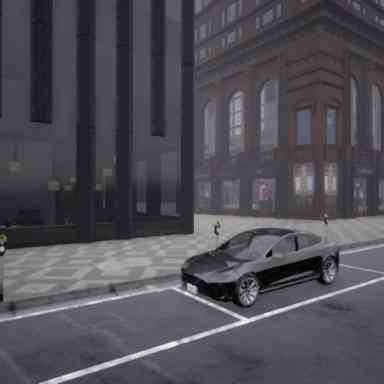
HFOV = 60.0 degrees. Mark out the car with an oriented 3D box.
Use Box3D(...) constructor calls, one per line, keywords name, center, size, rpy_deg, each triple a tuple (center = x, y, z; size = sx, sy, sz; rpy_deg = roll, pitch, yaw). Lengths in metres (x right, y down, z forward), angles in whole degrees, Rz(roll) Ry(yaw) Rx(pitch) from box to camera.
Box3D(name="car", center=(1.775, 1.563, 7.912), size=(4.313, 1.339, 1.947), rpy_deg=(0, 0, -36))
